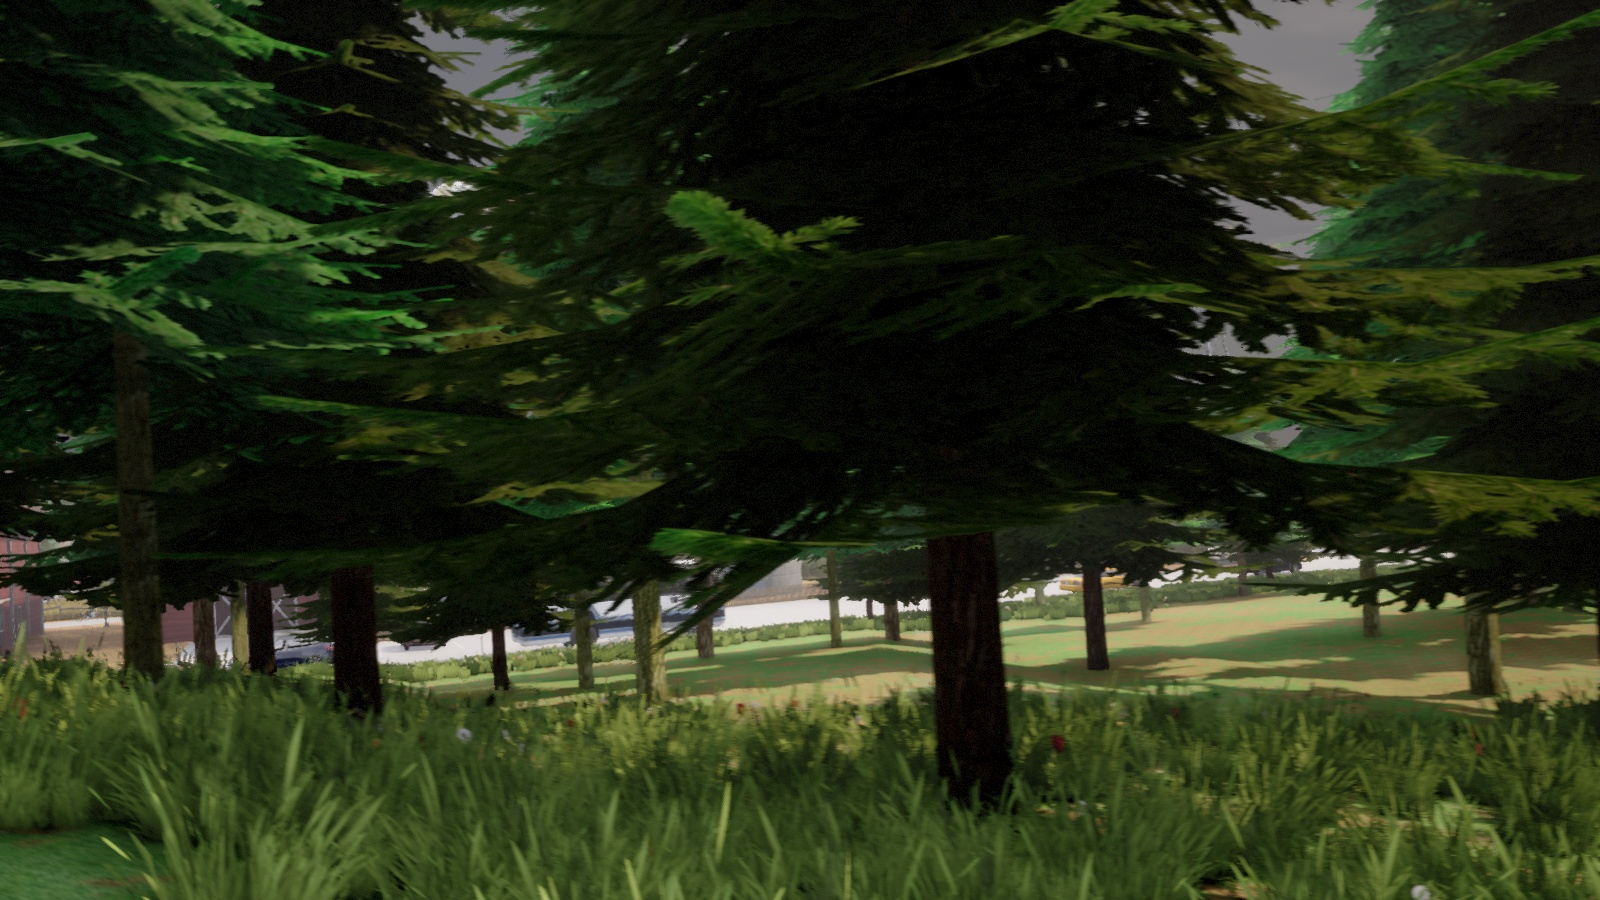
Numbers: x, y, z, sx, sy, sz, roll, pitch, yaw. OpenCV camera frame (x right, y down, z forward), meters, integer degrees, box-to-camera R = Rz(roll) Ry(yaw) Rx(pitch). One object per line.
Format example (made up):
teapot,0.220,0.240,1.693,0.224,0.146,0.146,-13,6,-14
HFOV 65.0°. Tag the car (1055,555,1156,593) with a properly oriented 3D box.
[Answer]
car,17.231,6.947,70.860,5.366,1.575,1.801,-4,-2,-23

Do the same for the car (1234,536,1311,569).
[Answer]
car,28.404,6.158,75.528,3.988,1.617,1.851,-4,-2,-23

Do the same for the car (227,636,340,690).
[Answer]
car,-23.660,9.736,57.580,4.611,1.667,2.242,-4,-2,-23

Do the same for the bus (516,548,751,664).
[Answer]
bus,-7.998,7.320,60.422,10.273,4.253,3.944,-4,-2,-23
